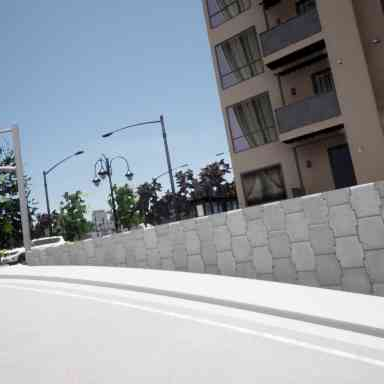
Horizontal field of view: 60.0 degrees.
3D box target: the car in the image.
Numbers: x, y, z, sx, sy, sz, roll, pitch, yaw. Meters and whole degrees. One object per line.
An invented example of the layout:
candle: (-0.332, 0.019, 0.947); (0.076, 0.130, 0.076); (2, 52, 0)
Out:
car: (-14.131, 5.315, 30.275); (2.150, 2.045, 5.566); (-14, -8, 35)
